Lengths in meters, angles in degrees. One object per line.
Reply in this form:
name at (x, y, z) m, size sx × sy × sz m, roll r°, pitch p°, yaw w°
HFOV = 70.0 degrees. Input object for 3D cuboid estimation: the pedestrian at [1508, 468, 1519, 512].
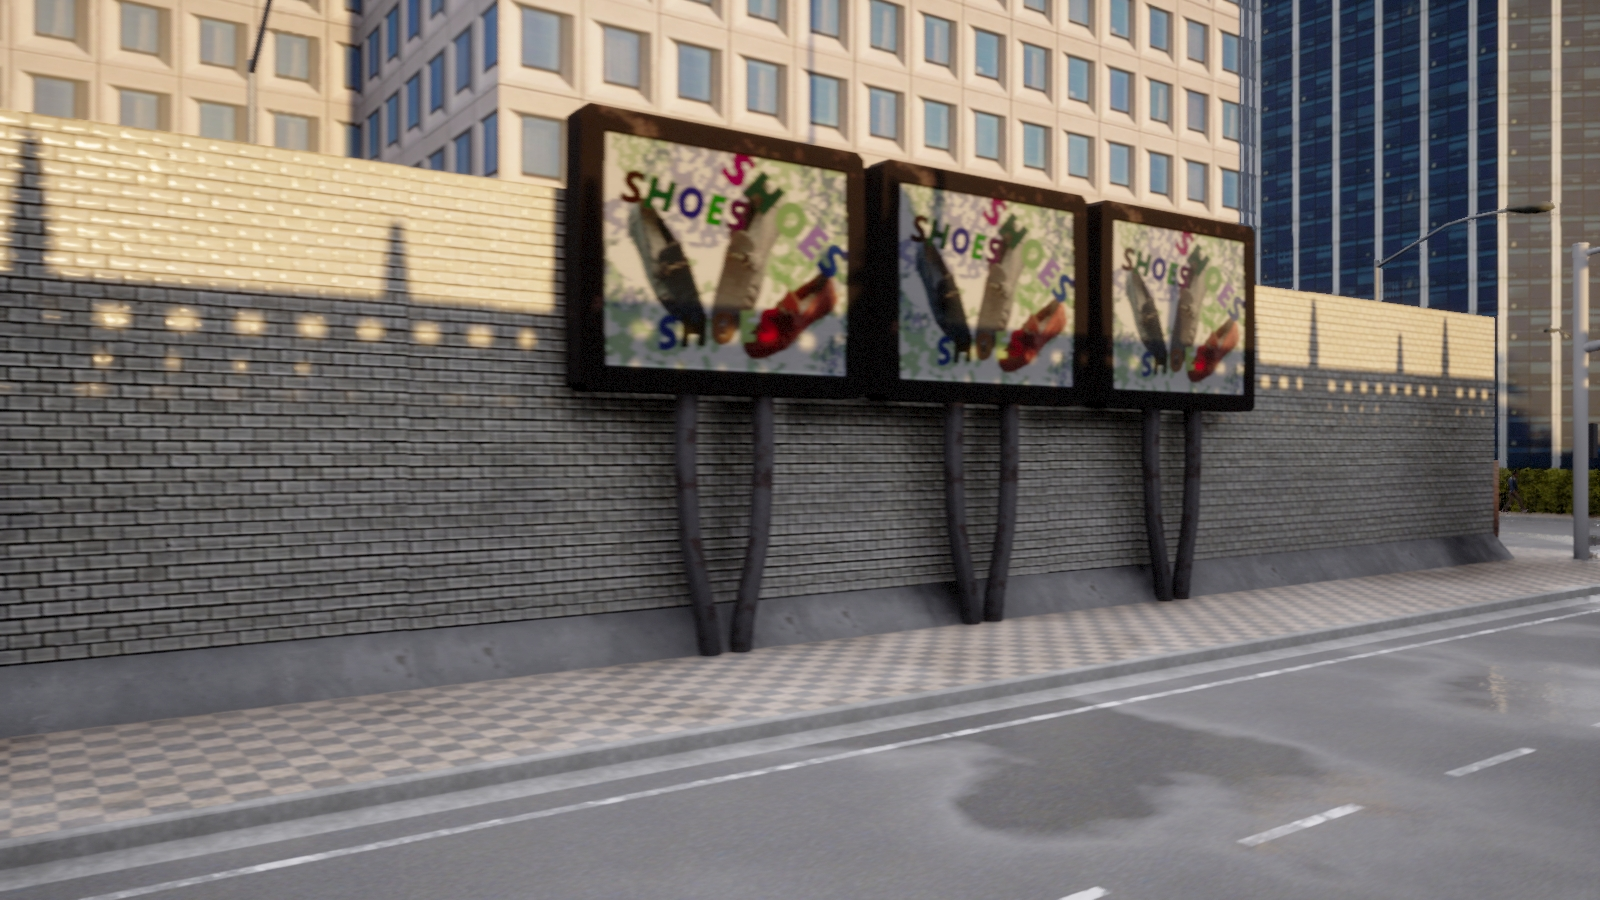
pedestrian at (30.169, 1.694, 48.302) m, size 0.375 × 1.860 × 0.375 m, roll 0°, pitch 0°, yaw 39°
